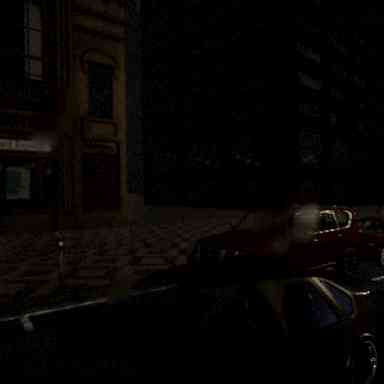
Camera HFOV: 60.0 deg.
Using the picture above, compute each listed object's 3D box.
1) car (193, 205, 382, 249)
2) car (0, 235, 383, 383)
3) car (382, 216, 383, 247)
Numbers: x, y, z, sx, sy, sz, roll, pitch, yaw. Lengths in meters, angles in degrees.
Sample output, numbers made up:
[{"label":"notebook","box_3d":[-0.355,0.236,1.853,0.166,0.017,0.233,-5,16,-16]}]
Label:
[{"label":"car","box_3d":[2.311,1.285,8.315,5.009,1.841,2.192,0,-1,-36]},{"label":"car","box_3d":[0.280,1.537,3.571,5.357,1.411,2.033,0,0,-35]},{"label":"car","box_3d":[6.290,1.492,11.152,4.507,1.381,1.887,0,-1,-36]}]
